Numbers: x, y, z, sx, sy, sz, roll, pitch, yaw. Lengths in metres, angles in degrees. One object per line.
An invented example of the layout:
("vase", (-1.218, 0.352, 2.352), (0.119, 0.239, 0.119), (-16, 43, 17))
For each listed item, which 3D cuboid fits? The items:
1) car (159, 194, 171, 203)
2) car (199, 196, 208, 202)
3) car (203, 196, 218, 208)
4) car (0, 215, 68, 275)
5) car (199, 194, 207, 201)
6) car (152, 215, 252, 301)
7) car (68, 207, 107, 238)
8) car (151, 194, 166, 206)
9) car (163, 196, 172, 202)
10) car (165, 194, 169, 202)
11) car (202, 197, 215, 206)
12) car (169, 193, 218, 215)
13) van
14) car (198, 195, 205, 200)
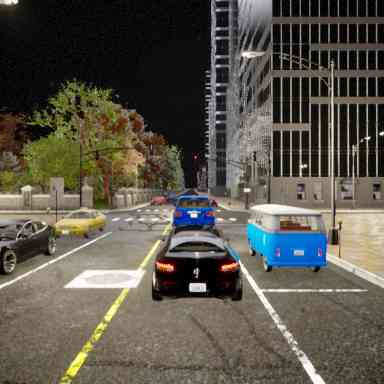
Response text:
("car", (-5.710, 1.277, 71.312), (2.192, 1.841, 5.009), (0, 0, 0))
("car", (2.668, 1.521, 76.992), (1.947, 1.339, 4.313), (0, 0, 0))
("car", (2.678, 1.416, 48.587), (1.967, 1.590, 4.097), (0, 0, 0))
("car", (-5.772, 1.562, 10.458), (1.947, 1.339, 4.313), (0, 0, 0))
("car", (2.667, 1.388, 82.673), (1.967, 1.590, 4.097), (0, 0, 0))
("car", (0.100, 1.523, 8.186), (1.812, 1.442, 4.674), (0, 0, 0))
("car", (-5.823, 1.518, 17.692), (1.752, 1.417, 4.829), (0, 0, 0))
("car", (-5.705, 1.517, 54.263), (1.887, 1.381, 4.507), (0, 0, 0))
("car", (-5.713, 1.538, 76.994), (1.802, 1.307, 4.206), (0, 0, 0))
("car", (-5.707, 1.520, 59.945), (2.008, 1.369, 4.403), (0, 0, 0))
("car", (2.675, 1.539, 54.268), (1.947, 1.339, 4.313), (0, 0, 0))
("car", (0.095, 1.214, 18.536), (2.150, 2.045, 5.566), (0, 0, 0))
("van", (2.772, 1.337, 10.462), (1.690, 1.788, 3.998), (0, 0, 0))
("car", (2.664, 1.453, 94.209), (1.752, 1.417, 4.829), (0, 0, 0))
